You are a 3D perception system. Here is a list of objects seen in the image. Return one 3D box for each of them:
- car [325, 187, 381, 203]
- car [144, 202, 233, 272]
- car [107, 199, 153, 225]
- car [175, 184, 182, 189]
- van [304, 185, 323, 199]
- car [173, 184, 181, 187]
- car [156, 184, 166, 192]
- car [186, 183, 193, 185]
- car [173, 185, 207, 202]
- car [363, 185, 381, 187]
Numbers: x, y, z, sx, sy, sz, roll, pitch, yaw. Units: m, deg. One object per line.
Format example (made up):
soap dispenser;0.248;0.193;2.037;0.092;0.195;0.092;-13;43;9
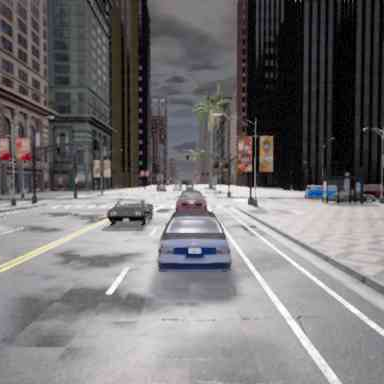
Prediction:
car;16.839;0.497;34.788;4.403;1.369;2.008;0;2;0
car;0.039;1.248;9.736;2.033;1.411;5.357;0;2;0
car;-3.274;1.029;18.643;1.895;1.301;4.718;0;2;0
car;-3.890;-1.581;95.413;1.882;1.535;5.008;0;2;0
van;16.777;0.005;43.301;3.998;1.788;1.690;0;2;0
car;-3.823;-1.073;85.420;1.812;1.442;4.674;0;2;0
car;-7.008;-0.943;75.719;2.097;1.767;4.553;0;2;0
car;-0.573;-1.056;85.443;2.033;1.411;5.357;0;2;0
car;-0.037;0.636;23.471;2.097;1.767;4.553;0;2;0
car;22.454;-0.024;43.340;5.009;1.841;2.192;0;2;0
